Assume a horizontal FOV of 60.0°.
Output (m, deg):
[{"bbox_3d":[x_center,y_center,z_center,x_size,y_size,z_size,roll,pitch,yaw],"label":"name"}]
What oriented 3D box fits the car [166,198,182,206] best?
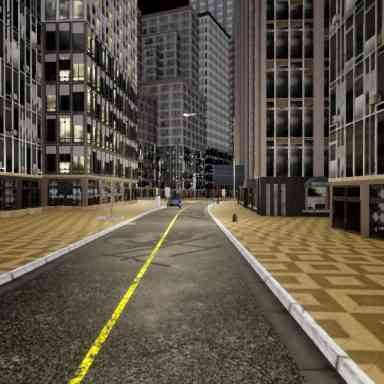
[{"bbox_3d":[-2.437,1.457,46.235,1.882,1.535,5.008,0,0,3],"label":"car"}]
